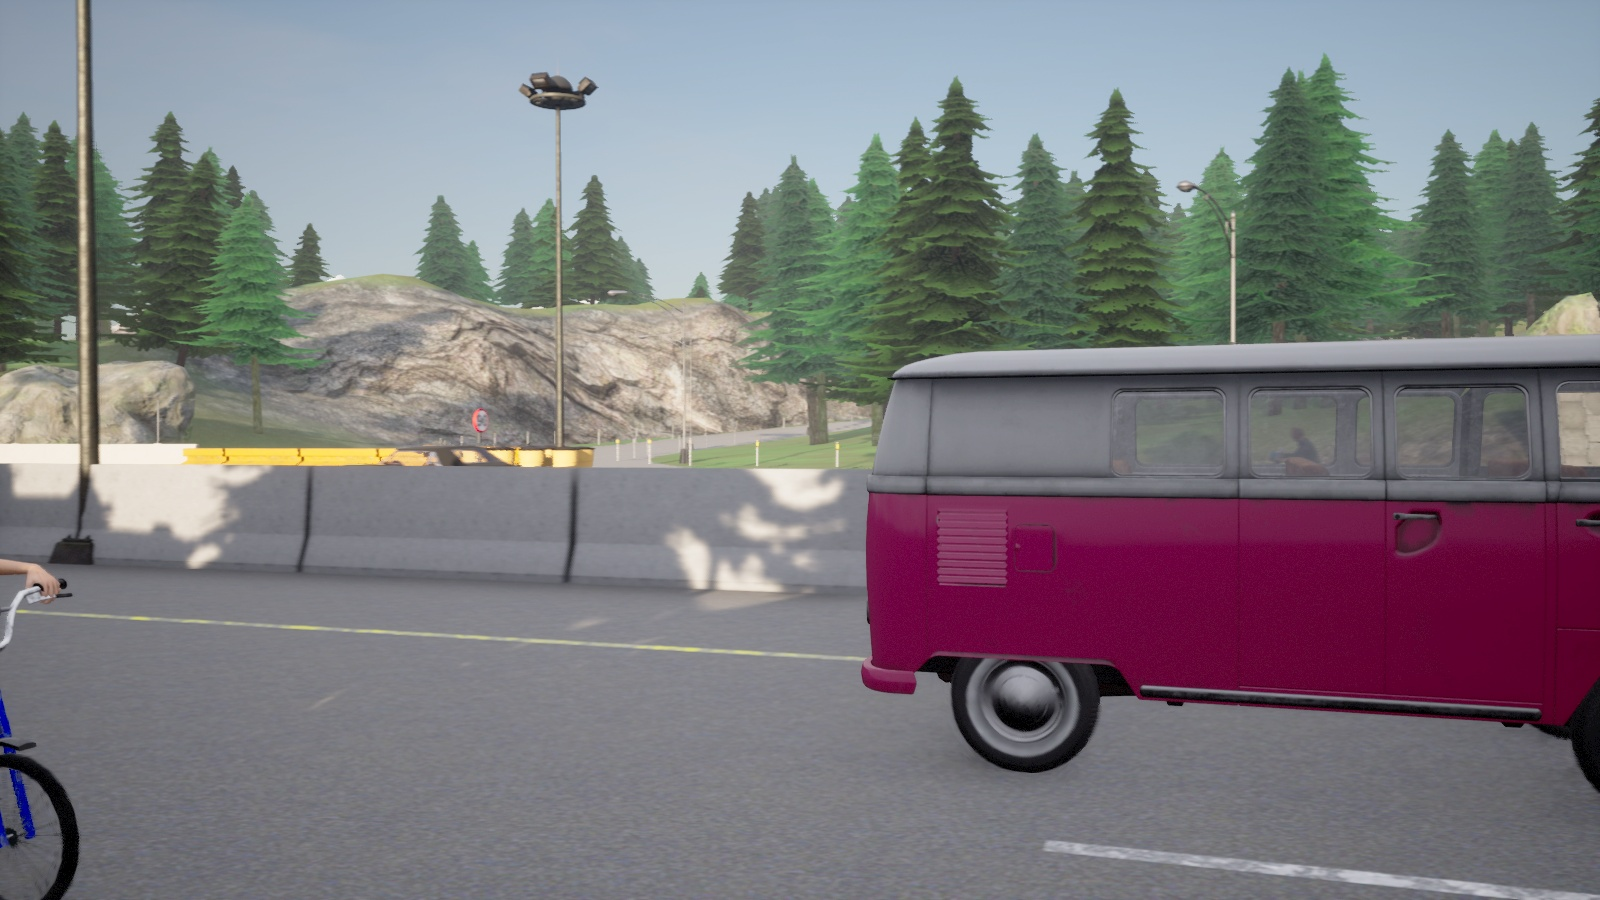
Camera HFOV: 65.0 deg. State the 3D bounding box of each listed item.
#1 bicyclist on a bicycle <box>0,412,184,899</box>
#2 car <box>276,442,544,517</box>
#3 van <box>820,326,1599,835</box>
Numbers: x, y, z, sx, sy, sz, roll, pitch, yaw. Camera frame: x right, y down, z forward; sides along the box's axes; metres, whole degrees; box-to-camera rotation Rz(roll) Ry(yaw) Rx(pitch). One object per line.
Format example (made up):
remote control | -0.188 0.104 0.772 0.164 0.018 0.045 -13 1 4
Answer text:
bicyclist on a bicycle | -3.003 0.684 4.208 1.509 1.612 0.866 1 1 19
car | -7.491 0.511 24.177 4.718 1.301 1.895 1 1 19
van | 2.488 0.492 6.045 4.442 1.987 1.775 1 1 19
